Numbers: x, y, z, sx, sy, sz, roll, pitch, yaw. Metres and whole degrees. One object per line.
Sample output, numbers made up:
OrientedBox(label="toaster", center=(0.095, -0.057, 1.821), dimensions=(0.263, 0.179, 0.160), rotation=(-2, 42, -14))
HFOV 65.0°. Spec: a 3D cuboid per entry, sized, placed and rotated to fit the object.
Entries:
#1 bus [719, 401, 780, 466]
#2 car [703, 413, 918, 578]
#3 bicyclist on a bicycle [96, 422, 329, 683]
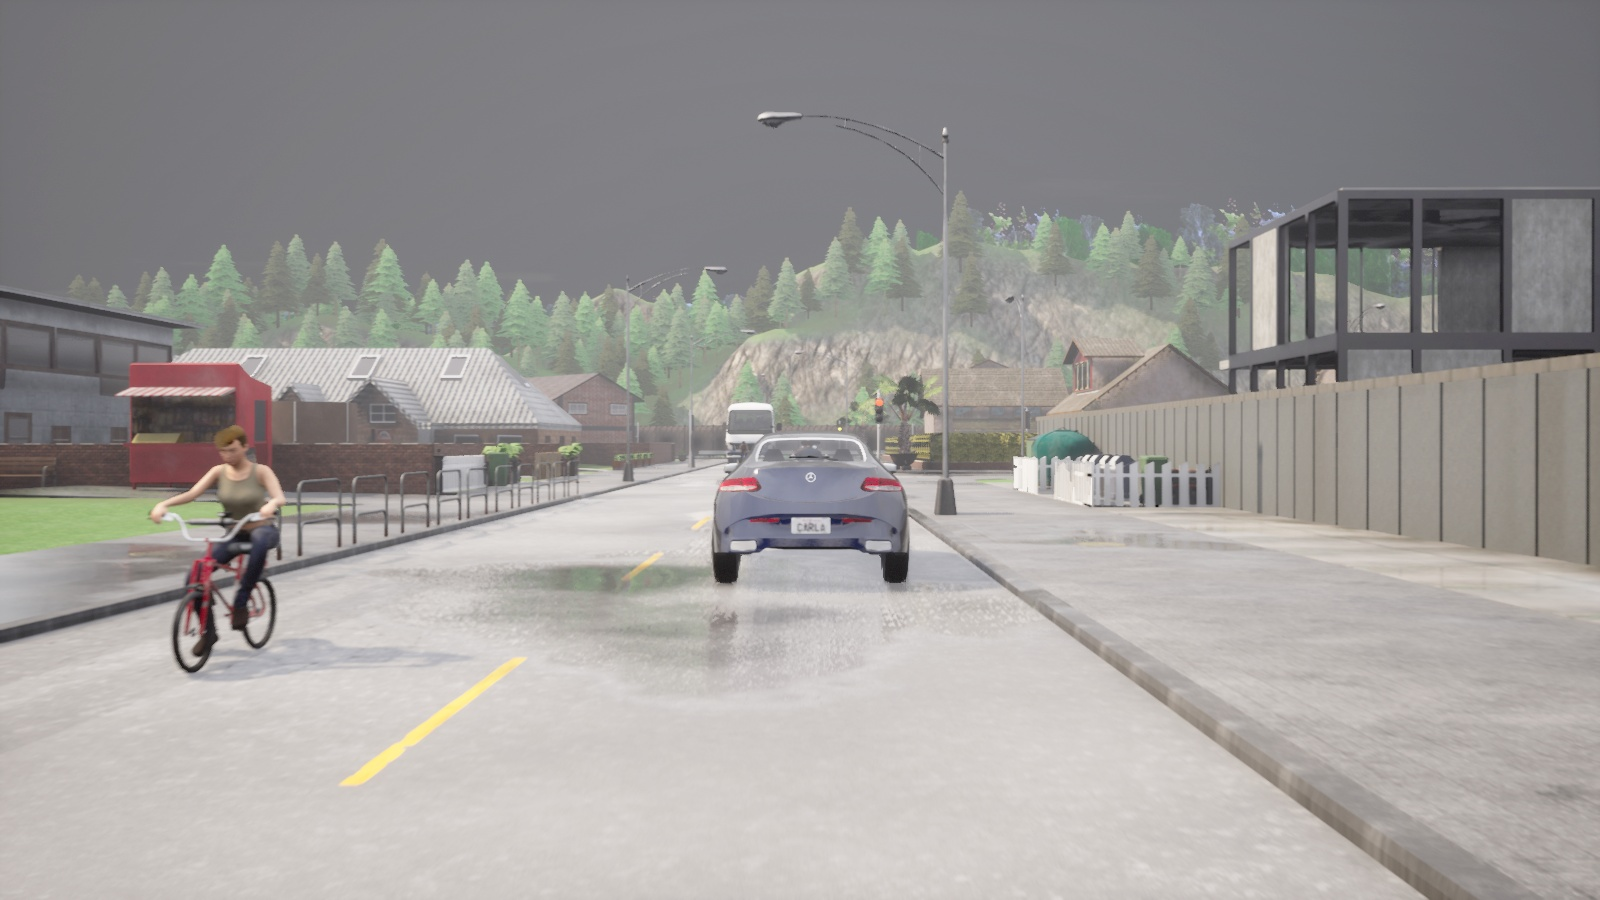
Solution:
OrientedBox(label="bus", center=(-3.374, -1.126, 87.638), dimensions=(3.944, 4.253, 10.273), rotation=(0, 0, 0))
OrientedBox(label="car", center=(0.122, 0.440, 15.109), dimensions=(2.152, 1.651, 5.027), rotation=(0, 0, 0))
OrientedBox(label="bicyclist on a bicycle", center=(-3.923, 0.632, 8.527), dimensions=(0.866, 1.612, 1.509), rotation=(0, 0, 0))
